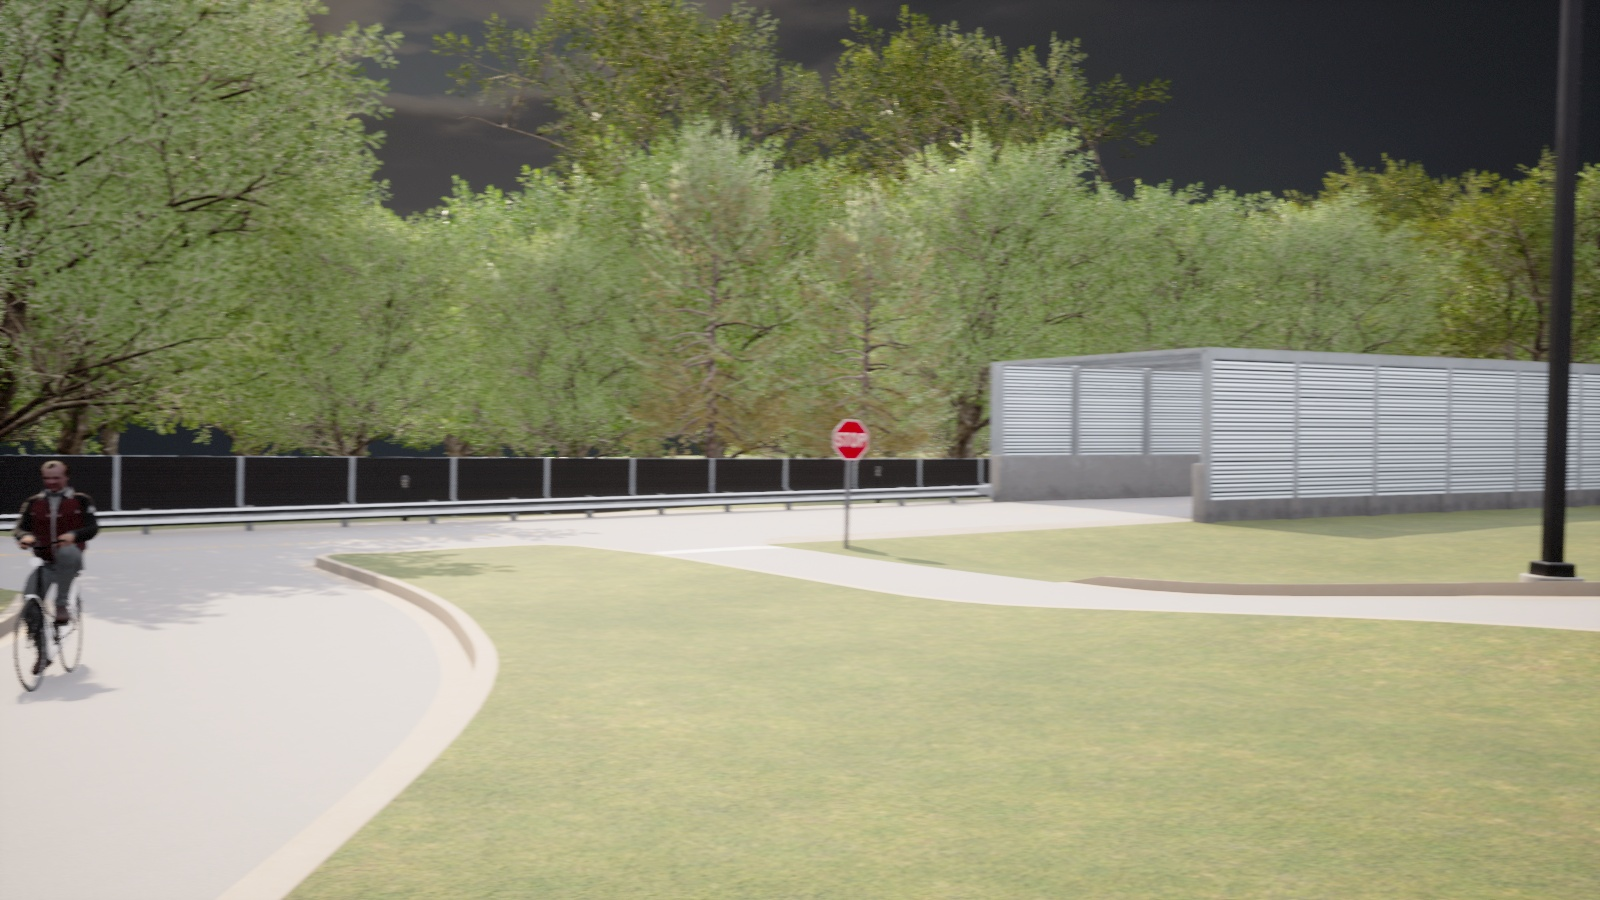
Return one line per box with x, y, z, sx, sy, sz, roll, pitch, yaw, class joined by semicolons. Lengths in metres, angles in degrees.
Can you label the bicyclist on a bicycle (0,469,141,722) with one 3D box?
-5.792;1.085;9.904;0.659;1.776;1.843;-3;-2;-17;bicyclist on a bicycle
